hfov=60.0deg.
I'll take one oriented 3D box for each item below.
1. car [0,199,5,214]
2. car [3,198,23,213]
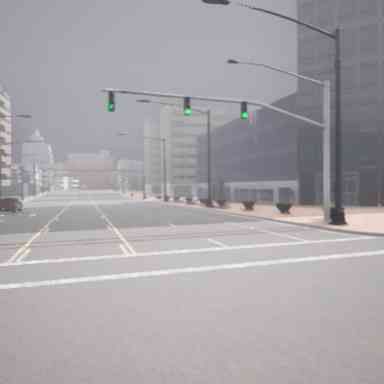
[{"bbox_3d":[-15.926,1.451,25.075,1.994,1.385,4.181,-1,0,-18],"label":"car"},{"bbox_3d":[-19.025,1.357,34.674,1.882,1.535,5.008,-1,0,-18],"label":"car"}]
